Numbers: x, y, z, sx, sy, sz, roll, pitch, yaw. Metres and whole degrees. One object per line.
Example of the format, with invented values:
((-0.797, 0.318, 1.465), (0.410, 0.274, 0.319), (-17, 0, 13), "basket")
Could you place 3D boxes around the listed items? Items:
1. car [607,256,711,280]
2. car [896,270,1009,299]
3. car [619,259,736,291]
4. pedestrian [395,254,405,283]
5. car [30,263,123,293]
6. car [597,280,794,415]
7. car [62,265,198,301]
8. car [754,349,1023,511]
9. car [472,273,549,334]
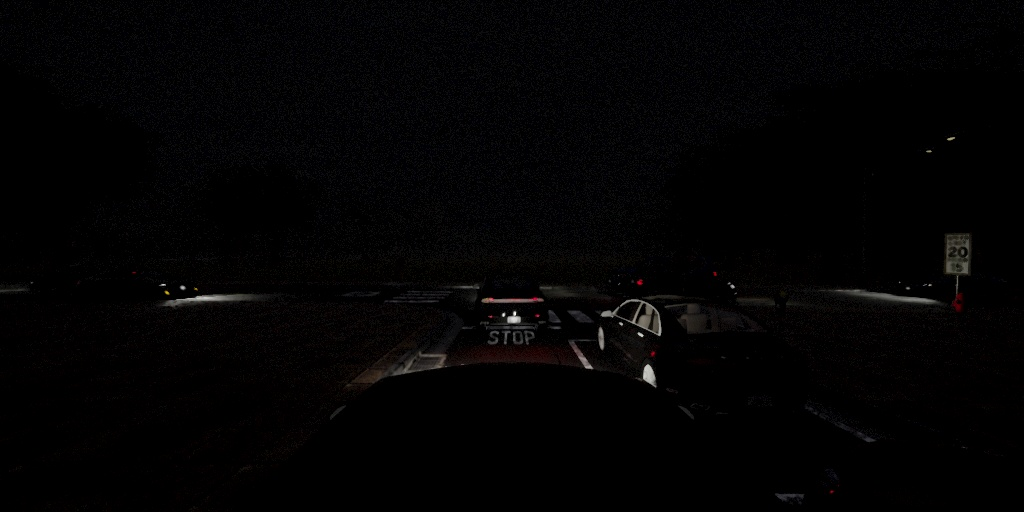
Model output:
((7.989, 1.024, 19.264), (5.566, 2.045, 2.150), (1, 1, -1), "car")
((23.624, 1.478, 19.272), (4.674, 1.442, 1.812), (1, 1, 0), "car")
((7.602, 1.214, 16.320), (4.553, 1.767, 2.097), (1, 1, 0), "car")
((-6.889, 0.752, 22.150), (0.375, 1.860, 0.375), (0, 1, 0), "pedestrian")
((-22.640, 1.117, 19.234), (4.902, 1.511, 2.128), (0, 1, 0), "car")
((2.635, 1.298, 5.974), (2.007, 1.370, 4.403), (0, 0, 0), "car")
((-16.967, 1.260, 16.291), (4.181, 1.385, 1.994), (0, 1, 0), "car")
((2.637, 1.333, 0.442), (1.802, 1.307, 4.207), (0, 0, 0), "car")
((-0.126, 1.239, 10.612), (2.128, 1.511, 4.902), (0, 0, -4), "car")
